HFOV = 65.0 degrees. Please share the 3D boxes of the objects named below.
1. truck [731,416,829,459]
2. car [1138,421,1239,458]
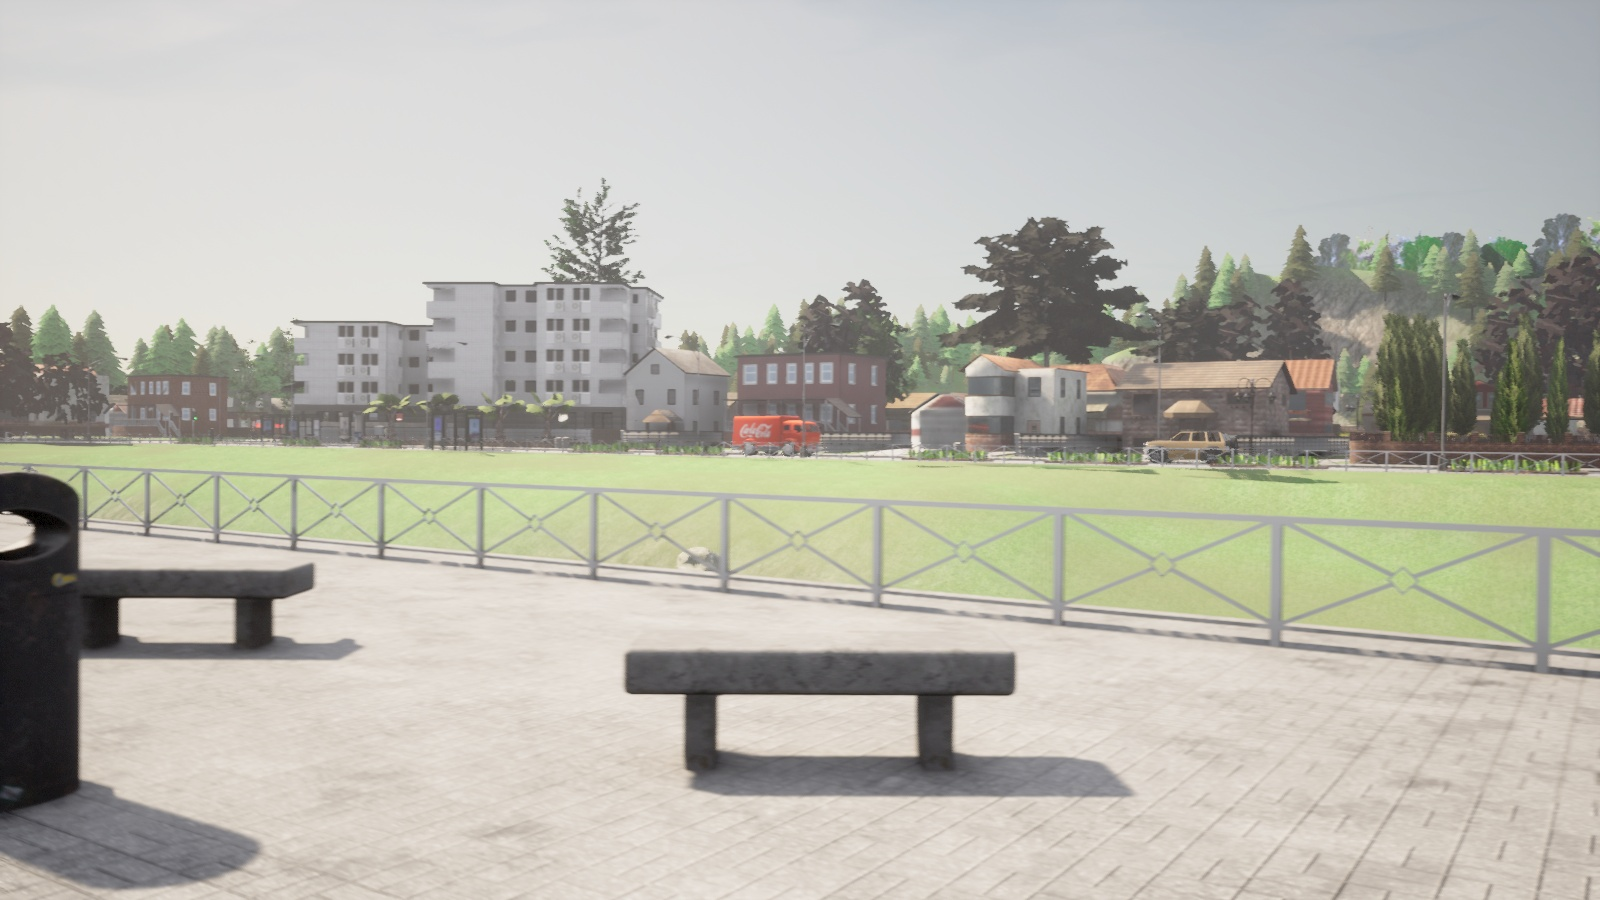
[{"bbox_3d":[-1.214,-0.758,74.276,5.204,2.467,2.627,0,1,34],"label":"truck"},{"bbox_3d":[20.082,-0.520,64.930,4.605,1.855,1.932,0,1,34],"label":"car"}]
